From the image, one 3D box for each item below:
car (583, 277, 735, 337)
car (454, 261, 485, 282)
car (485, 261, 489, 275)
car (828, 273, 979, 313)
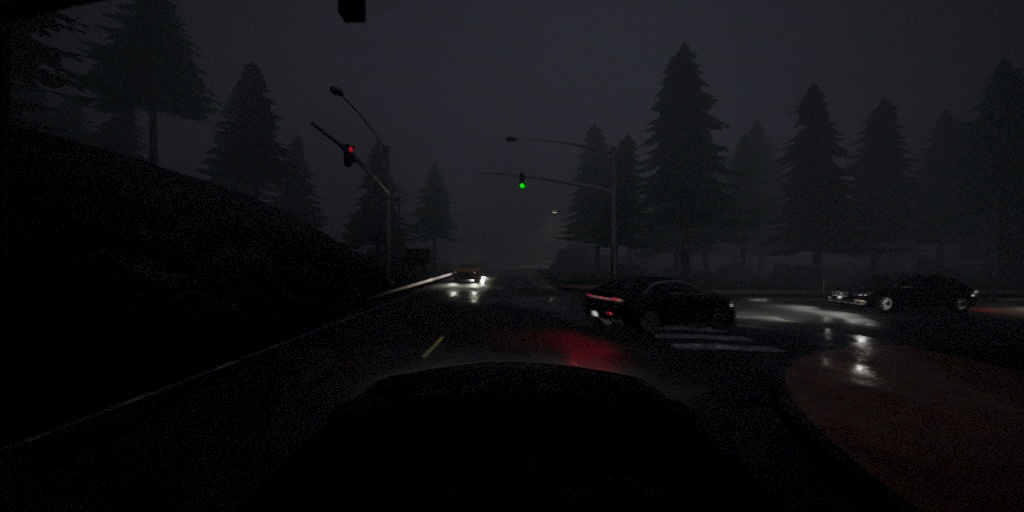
[{"bbox_3d":[4.406,1.357,10.550,4.902,1.511,2.128,1,0,-25],"label":"car"},{"bbox_3d":[-3.588,1.252,29.706,1.882,1.535,5.008,0,0,0],"label":"car"},{"bbox_3d":[-3.548,1.274,39.829,2.128,1.511,4.902,0,0,0],"label":"car"},{"bbox_3d":[15.703,1.428,14.539,4.892,1.490,1.837,0,0,0],"label":"car"}]
